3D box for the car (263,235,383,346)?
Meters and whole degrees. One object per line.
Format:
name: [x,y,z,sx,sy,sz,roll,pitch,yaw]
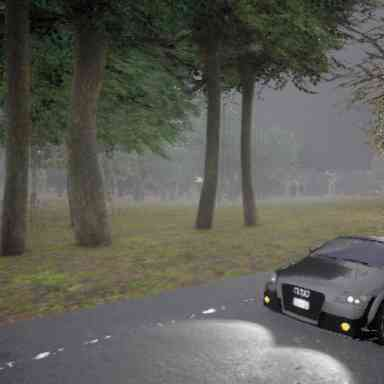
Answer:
car: [3.330,1.557,6.366,4.181,1.385,1.994,0,0,-35]
